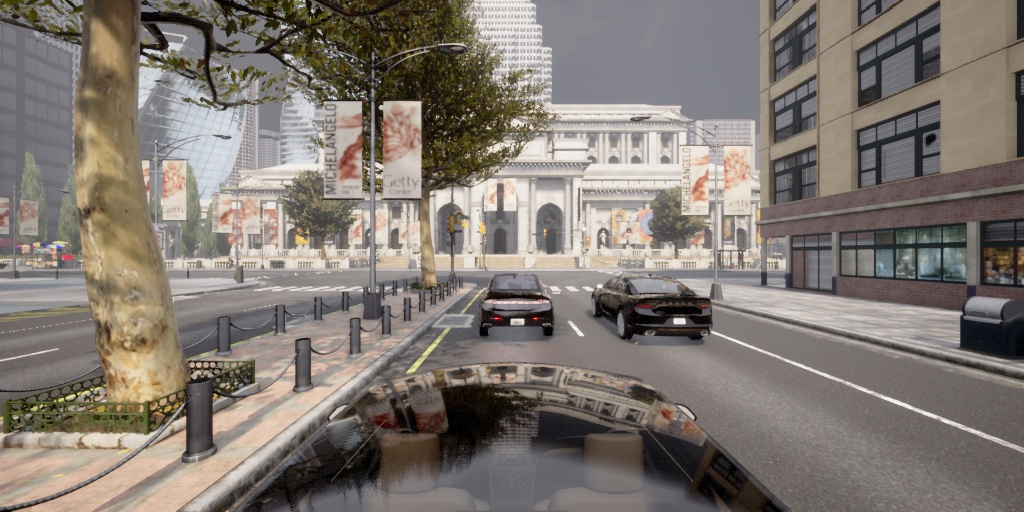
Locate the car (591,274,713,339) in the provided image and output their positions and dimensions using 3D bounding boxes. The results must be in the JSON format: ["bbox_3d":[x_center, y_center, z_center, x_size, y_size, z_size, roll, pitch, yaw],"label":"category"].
[{"bbox_3d":[3.565,1.228,10.065,1.882,1.535,5.008,0,0,0],"label":"car"}]

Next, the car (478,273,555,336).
[{"bbox_3d":[0.080,1.242,10.332,2.128,1.511,4.902,0,0,-1],"label":"car"}]
